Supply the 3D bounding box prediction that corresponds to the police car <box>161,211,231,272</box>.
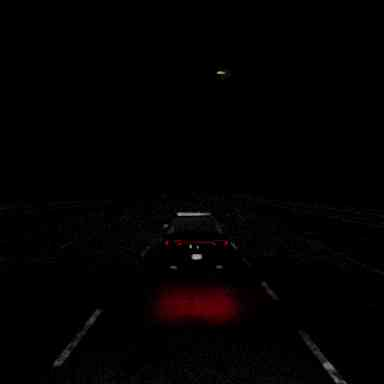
[{"bbox_3d":[0.079,1.429,10.880,1.930,1.638,5.238,0,0,-1],"label":"police car"}]
